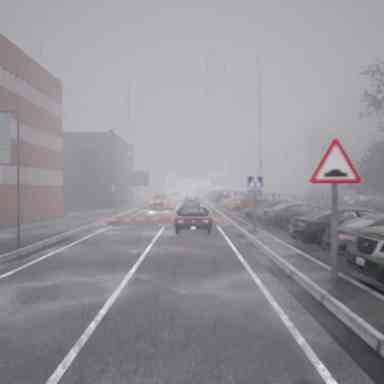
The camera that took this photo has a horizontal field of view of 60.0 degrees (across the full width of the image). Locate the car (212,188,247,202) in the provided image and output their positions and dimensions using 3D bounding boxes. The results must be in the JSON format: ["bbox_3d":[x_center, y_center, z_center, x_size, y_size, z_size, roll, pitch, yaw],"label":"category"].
[{"bbox_3d":[5.888,0.834,43.748,5.566,2.045,2.435,0,0,-1],"label":"car"}]

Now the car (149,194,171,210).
[{"bbox_3d":[-3.513,1.037,36.672,2.097,1.767,4.553,0,0,0],"label":"car"}]

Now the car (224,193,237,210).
[{"bbox_3d":[6.188,1.167,32.450,5.366,1.575,1.946,0,0,-1],"label":"car"}]

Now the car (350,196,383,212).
[{"bbox_3d":[18.562,1.166,32.801,5.008,1.535,2.097,0,0,-1],"label":"car"}]

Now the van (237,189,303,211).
[{"bbox_3d":[6.190,0.987,26.796,4.442,1.987,1.878,0,0,-1],"label":"van"}]

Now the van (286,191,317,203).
[{"bbox_3d":[18.169,0.771,55.261,4.442,1.987,1.878,0,0,-1],"label":"van"}]

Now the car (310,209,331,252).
[{"bbox_3d":[6.284,1.375,9.843,4.674,1.452,2.002,0,0,-1],"label":"car"}]

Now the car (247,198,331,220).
[{"bbox_3d":[6.147,1.296,21.146,4.674,1.452,2.002,0,0,-1],"label":"car"}]

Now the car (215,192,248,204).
[{"bbox_3d":[5.820,0.917,49.399,4.553,1.767,2.185,0,0,-1],"label":"car"}]

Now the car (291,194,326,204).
[{"bbox_3d":[18.354,1.047,52.438,4.792,1.488,2.163,0,0,-1],"label":"car"}]

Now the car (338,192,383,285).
[{"bbox_3d":[6.294,1.101,7.016,5.566,2.045,2.435,0,0,-1],"label":"car"}]

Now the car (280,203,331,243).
[{"bbox_3d":[6.246,1.317,12.670,5.008,1.535,2.097,0,0,-1],"label":"car"}]

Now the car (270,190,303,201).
[{"bbox_3d":[18.155,0.600,63.871,5.566,2.045,2.435,0,1,-1],"label":"car"}]

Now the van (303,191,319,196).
[{"bbox_3d":[18.510,0.834,46.793,4.442,1.987,1.878,0,0,-1],"label":"van"}]

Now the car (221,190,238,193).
[{"bbox_3d":[5.962,1.002,38.098,4.553,1.767,2.185,0,0,-1],"label":"car"}]

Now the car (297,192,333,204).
[{"bbox_3d":[18.324,0.912,49.739,4.553,1.767,2.185,0,0,-1],"label":"car"}]

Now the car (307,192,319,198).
[{"bbox_3d":[18.433,1.083,43.969,4.892,1.521,2.231,0,0,-1],"label":"car"}]

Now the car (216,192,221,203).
[{"bbox_3d":[6.080,1.103,40.926,5.366,1.575,1.946,0,0,-1],"label":"car"}]

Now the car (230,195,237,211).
[{"bbox_3d":[6.035,1.232,29.622,4.674,1.452,2.002,0,0,-1],"label":"car"}]

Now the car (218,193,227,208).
[{"bbox_3d":[5.781,1.146,35.270,5.366,1.575,1.946,0,0,-1],"label":"car"}]

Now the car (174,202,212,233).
[{"bbox_3d":[0.050,1.446,18.489,1.895,1.301,4.718,0,1,0],"label":"car"}]

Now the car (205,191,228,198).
[{"bbox_3d":[5.462,0.574,74.845,5.008,1.535,2.097,0,1,-1],"label":"car"}]

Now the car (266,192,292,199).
[{"bbox_3d":[18.083,0.739,69.523,4.792,1.488,2.163,0,1,-1],"label":"car"}]

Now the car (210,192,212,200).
[{"bbox_3d":[5.747,1.021,52.225,5.008,1.535,2.097,0,0,-1],"label":"car"}]

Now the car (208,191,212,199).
[{"bbox_3d":[5.684,1.013,57.885,4.674,1.452,2.002,0,0,-1],"label":"car"}]

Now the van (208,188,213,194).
[{"bbox_3d":[5.760,0.698,60.839,4.442,1.987,1.878,0,1,-1],"label":"van"}]

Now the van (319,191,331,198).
[{"bbox_3d":[18.577,0.877,41.144,4.442,1.987,1.878,0,1,-1],"label":"van"}]

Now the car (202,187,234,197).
[{"bbox_3d":[5.510,0.466,69.190,5.566,2.045,2.435,0,1,-1],"label":"car"}]

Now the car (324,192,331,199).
[{"bbox_3d":[18.501,1.123,38.447,5.008,1.535,2.097,0,0,-1],"label":"car"}]

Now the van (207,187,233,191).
[{"bbox_3d":[5.691,0.562,66.368,4.442,1.987,1.878,0,1,-1],"label":"van"}]

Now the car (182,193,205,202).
[{"bbox_3d":[-0.062,1.182,36.031,2.128,1.511,4.902,0,1,0],"label":"car"}]

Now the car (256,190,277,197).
[{"bbox_3d":[17.943,0.303,80.685,4.553,1.767,2.185,0,1,-1],"label":"car"}]

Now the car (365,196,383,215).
[{"bbox_3d":[18.607,1.187,29.978,5.008,1.535,2.097,0,0,-1],"label":"car"}]

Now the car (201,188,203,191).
[{"bbox_3d":[5.354,0.320,86.146,4.792,1.488,2.163,0,1,-1],"label":"car"}]

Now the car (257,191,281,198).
[{"bbox_3d":[18.003,0.496,77.990,5.008,1.535,2.097,0,1,-1],"label":"car"}]

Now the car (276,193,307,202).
[{"bbox_3d":[18.212,0.920,61.044,5.008,1.535,2.097,0,2,-1],"label":"car"}]

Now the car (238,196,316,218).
[{"bbox_3d":[6.080,1.264,23.971,4.792,1.488,2.163,0,0,-1],"label":"car"}]

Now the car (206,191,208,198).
[{"bbox_3d":[5.612,0.899,63.549,4.674,1.452,2.002,0,1,-1],"label":"car"}]

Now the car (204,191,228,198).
[{"bbox_3d":[5.617,0.500,77.673,5.366,1.575,1.946,0,1,-1],"label":"car"}]

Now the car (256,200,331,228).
[{"bbox_3d":[6.177,1.317,18.320,4.674,1.452,2.002,0,0,-1],"label":"car"}]
